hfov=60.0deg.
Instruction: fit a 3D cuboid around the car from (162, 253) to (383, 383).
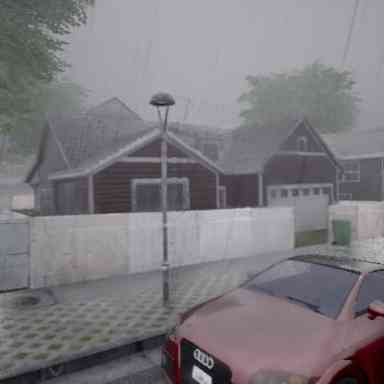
[{"bbox_3d":[1.715,1.571,4.295,4.181,1.385,1.994,0,0,-35],"label":"car"}]
